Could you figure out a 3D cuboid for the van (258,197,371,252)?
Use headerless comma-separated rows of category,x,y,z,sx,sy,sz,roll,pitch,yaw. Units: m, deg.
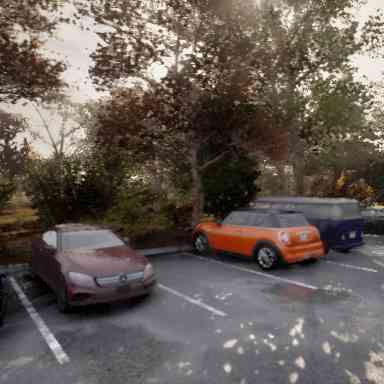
van,4.126,1.200,12.911,1.878,1.987,4.442,0,0,-36

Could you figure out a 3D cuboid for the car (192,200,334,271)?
car,1.951,1.311,11.173,2.185,1.767,4.553,0,0,-36

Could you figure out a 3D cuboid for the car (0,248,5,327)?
car,-4.866,1.482,6.342,2.097,1.535,5.008,-1,0,-36

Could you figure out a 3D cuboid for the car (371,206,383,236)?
car,8.725,1.452,16.061,2.002,1.452,4.674,0,0,-36

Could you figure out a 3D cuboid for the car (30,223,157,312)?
car,-2.597,1.504,7.961,2.002,1.452,4.674,0,0,-36
